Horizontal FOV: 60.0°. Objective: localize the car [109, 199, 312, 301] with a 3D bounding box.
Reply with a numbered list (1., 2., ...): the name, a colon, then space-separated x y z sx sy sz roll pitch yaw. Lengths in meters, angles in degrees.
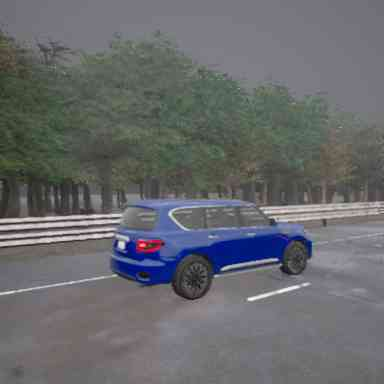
1. car: 0.697 1.195 8.542 5.566 2.045 2.150 0 0 -36
